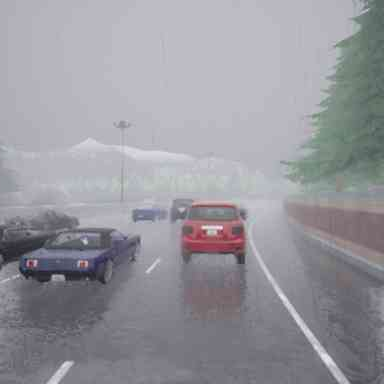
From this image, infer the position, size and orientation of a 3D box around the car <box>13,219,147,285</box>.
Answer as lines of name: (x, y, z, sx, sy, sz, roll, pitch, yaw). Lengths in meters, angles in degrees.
car: (-2.884, 1.706, 9.852, 1.895, 1.301, 4.718, 0, -1, 5)

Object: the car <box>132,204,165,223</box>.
car: (-3.525, 1.793, 28.719, 1.882, 1.535, 5.008, 0, -1, 12)

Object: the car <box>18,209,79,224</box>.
car: (-8.766, 1.750, 19.898, 2.033, 1.411, 5.357, 0, -1, 9)

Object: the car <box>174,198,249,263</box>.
car: (0.904, 1.370, 12.858, 2.150, 2.045, 5.566, 0, -1, 6)

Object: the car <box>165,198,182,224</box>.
car: (-0.197, 1.534, 27.689, 2.150, 2.045, 5.566, 0, -1, 12)

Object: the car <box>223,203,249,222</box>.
car: (4.210, 1.838, 31.017, 1.882, 1.535, 5.008, 0, -1, 14)

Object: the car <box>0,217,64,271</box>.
car: (-6.316, 1.709, 10.871, 1.895, 1.301, 4.718, 0, -1, 5)
